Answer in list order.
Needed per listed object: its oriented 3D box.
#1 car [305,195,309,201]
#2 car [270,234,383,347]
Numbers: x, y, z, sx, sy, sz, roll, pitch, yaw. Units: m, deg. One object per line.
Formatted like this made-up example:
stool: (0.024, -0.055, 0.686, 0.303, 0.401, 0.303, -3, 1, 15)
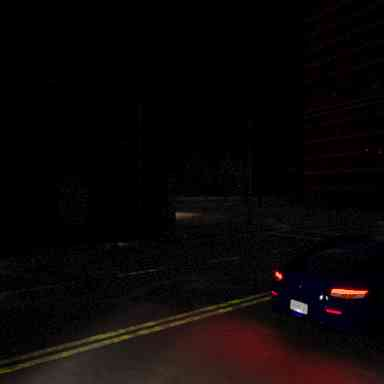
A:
car: (29.506, 1.496, 82.039, 4.181, 1.385, 1.994, 0, 0, -23)
car: (3.453, 1.526, 6.234, 4.674, 1.442, 1.812, 0, 0, -35)
